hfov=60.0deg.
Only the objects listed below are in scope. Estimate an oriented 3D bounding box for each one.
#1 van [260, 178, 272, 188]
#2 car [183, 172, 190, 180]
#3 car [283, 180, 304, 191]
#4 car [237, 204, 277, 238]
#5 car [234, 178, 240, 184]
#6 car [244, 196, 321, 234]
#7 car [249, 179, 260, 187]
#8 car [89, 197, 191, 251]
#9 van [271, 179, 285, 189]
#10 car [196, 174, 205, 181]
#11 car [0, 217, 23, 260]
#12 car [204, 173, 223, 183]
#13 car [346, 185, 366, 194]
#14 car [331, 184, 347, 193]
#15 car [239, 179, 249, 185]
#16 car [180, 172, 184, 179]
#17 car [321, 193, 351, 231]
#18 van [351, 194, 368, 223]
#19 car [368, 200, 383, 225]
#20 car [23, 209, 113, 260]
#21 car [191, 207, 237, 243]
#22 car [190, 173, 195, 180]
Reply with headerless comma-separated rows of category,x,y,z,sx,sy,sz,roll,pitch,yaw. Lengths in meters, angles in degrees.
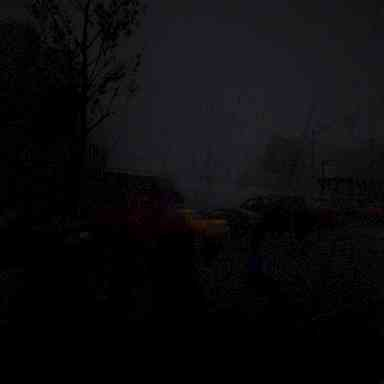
van,16.211,-1.764,67.828,1.878,1.987,4.442,7,4,35
car,0.593,-4.085,90.055,2.185,1.767,4.553,4,1,33
car,19.697,-0.992,62.992,2.231,1.521,4.892,7,3,35
car,1.798,1.548,17.767,4.674,1.452,2.002,-1,-1,35
car,11.066,-2.317,75.344,2.002,1.452,4.674,7,3,35
car,4.226,1.262,19.524,5.566,2.045,2.435,-1,-1,35
car,14.638,-1.812,70.560,1.946,1.575,5.366,7,3,35
car,-3.130,1.247,14.315,5.566,2.045,2.435,-1,-1,35
van,17.939,-1.491,65.355,1.878,1.987,4.442,7,4,35
car,4.115,-3.699,85.117,2.435,2.045,5.566,7,3,34
car,-7.997,1.493,10.825,4.892,1.521,2.231,-1,-1,35
car,5.965,-3.176,82.857,1.946,1.575,5.366,7,3,34
car,26.594,0.136,53.131,2.002,1.452,4.674,7,3,35
car,24.904,-0.426,55.604,2.435,2.045,5.566,7,3,35
car,12.808,-2.043,72.881,2.002,1.452,4.674,7,4,35
car,-1.177,-4.362,92.403,2.435,2.045,5.566,1,-1,34
car,6.740,1.267,21.227,5.566,2.045,2.435,-1,-1,35
van,9.280,1.296,22.896,4.442,1.987,1.878,-1,-1,35
car,11.690,1.403,24.645,4.553,1.767,2.185,-1,-1,35
car,-5.576,1.523,12.571,4.792,1.488,2.163,-1,-1,35
car,-0.809,1.502,16.141,5.366,1.575,1.946,-1,-1,35
car,2.322,-3.850,87.584,2.185,1.767,4.553,6,3,34
